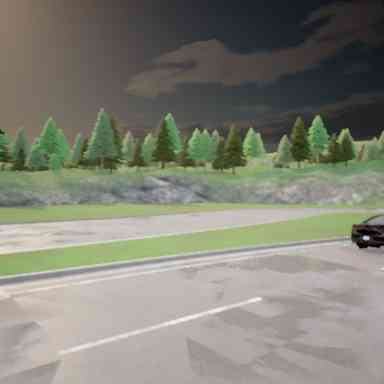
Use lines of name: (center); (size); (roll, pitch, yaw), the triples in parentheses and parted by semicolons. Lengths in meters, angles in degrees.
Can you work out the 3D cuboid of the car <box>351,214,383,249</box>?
car: (8.872, 1.627, 13.945); (5.008, 1.535, 1.882); (0, 0, -28)
